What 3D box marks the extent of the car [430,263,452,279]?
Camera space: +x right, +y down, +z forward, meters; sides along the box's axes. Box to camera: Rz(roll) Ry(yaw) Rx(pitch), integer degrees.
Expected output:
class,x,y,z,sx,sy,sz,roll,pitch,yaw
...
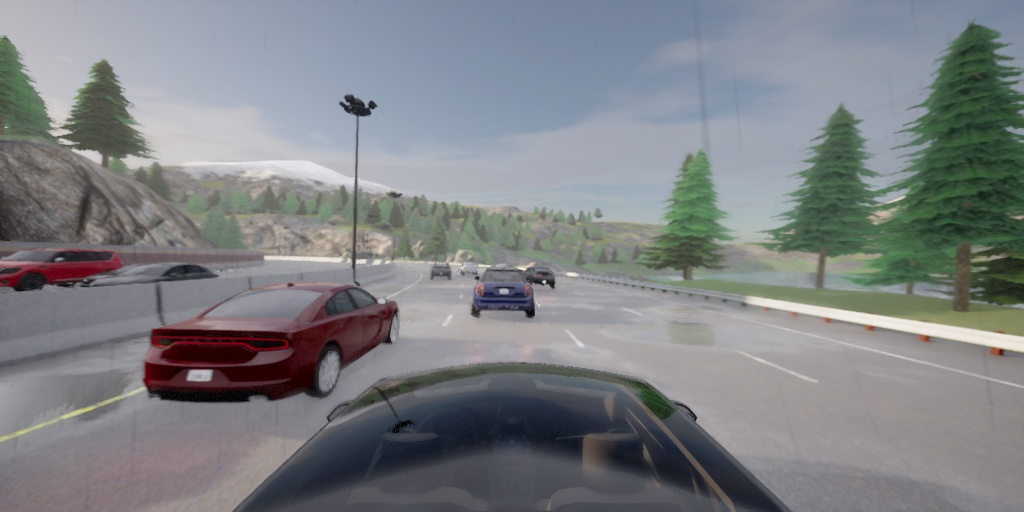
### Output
class,x,y,z,sx,sy,sz,roll,pitch,yaw
car,-6.818,1.380,34.416,2.128,1.511,4.902,2,0,-12

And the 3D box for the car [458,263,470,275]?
class,x,y,z,sx,sy,sz,roll,pitch,yaw
car,-5.315,1.524,43.116,1.812,1.442,4.674,2,0,-15

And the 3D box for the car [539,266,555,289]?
class,x,y,z,sx,sy,sz,roll,pitch,yaw
car,1.777,1.505,25.868,1.837,1.490,4.892,1,-2,-8

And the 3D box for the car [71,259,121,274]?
class,x,y,z,sx,sy,sz,roll,pitch,yaw
car,-18.577,1.033,18.542,2.033,1.411,5.357,1,-1,-7

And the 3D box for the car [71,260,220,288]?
class,x,y,z,sx,sy,sz,roll,pitch,yaw
car,-14.758,1.045,15.164,1.837,1.490,4.892,1,0,-6

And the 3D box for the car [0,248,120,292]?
class,x,y,z,sx,sy,sz,roll,pitch,yaw
car,-21.949,0.620,17.142,2.150,2.045,5.566,1,-1,-6

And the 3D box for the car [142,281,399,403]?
class,x,y,z,sx,sy,sz,roll,pitch,yaw
car,-3.527,1.191,6.465,1.882,1.535,5.008,1,0,-1

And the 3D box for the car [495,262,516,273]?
class,x,y,z,sx,sy,sz,roll,pitch,yaw
car,-1.009,1.707,53.014,1.812,1.442,4.674,1,0,-19

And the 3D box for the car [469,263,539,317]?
class,x,y,z,sx,sy,sz,roll,pitch,yaw
car,-0.404,1.200,13.875,2.097,1.767,4.553,1,-1,-4

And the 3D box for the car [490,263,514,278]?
class,x,y,z,sx,sy,sz,roll,pitch,yaw
car,-1.222,1.596,40.986,1.812,1.442,4.674,1,0,-14
